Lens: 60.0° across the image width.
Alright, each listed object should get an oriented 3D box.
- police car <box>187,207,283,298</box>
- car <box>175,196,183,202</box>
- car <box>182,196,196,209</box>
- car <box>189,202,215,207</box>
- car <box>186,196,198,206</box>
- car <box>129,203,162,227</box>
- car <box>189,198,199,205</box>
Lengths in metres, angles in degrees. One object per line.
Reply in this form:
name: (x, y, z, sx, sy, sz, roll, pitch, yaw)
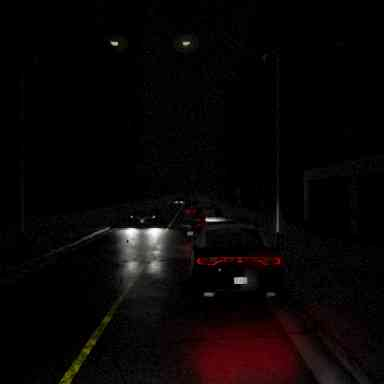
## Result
police car: (0.899, 1.428, 8.707, 1.930, 1.638, 5.238, 0, 0, 0)
car: (-3.009, 1.600, 78.105, 2.033, 1.411, 5.357, 0, 0, 0)
car: (0.012, 1.633, 46.005, 1.895, 1.301, 4.718, 0, 0, 1)
car: (0.898, 1.534, 18.598, 1.812, 1.442, 4.674, 0, 0, 0)
car: (-0.007, 1.521, 58.733, 1.882, 1.535, 5.008, 0, 0, 0)
car: (-3.103, 1.536, 23.032, 1.812, 1.442, 4.674, 0, 0, 0)
car: (0.897, 1.490, 24.598, 1.882, 1.535, 5.008, 0, 0, 0)
